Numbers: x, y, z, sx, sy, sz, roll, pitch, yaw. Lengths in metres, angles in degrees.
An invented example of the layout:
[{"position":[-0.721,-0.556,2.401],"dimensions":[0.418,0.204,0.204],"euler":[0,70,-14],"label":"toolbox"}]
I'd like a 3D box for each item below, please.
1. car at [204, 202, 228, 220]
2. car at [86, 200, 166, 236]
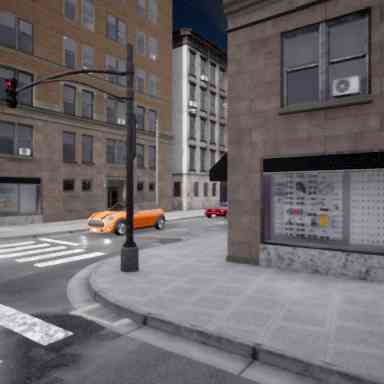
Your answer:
[{"position":[2.934,1.496,27.436],"dimensions":[1.895,1.301,4.718],"euler":[0,0,35],"label":"car"},{"position":[-3.527,1.294,18.327],"dimensions":[2.097,1.767,4.553],"euler":[0,0,35],"label":"car"}]
